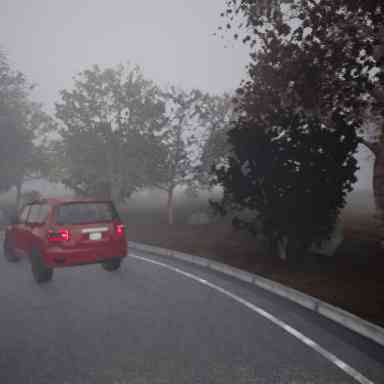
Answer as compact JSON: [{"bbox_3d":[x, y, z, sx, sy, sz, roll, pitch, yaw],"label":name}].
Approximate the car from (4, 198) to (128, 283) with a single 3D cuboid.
[{"bbox_3d":[-4.002,1.219,10.077,2.150,2.045,5.566,-1,-1,-39],"label":"car"}]
